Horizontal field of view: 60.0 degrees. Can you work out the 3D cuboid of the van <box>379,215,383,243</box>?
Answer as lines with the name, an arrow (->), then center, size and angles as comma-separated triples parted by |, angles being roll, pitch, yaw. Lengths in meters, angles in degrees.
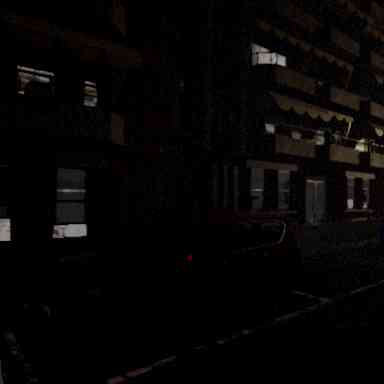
van -> 8.799, 1.309, 12.827 | 3.998, 1.788, 1.690 | 0, 1, -37

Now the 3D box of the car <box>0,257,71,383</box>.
car -> -3.333, 1.247, 0.434 | 5.566, 2.045, 2.150 | 0, 0, -37

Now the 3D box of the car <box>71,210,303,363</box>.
car -> -0.010, 1.326, 6.142 | 5.009, 1.841, 2.192 | 0, 1, -37
